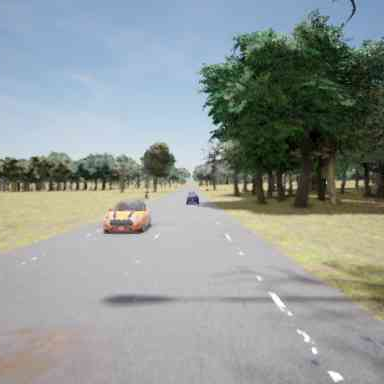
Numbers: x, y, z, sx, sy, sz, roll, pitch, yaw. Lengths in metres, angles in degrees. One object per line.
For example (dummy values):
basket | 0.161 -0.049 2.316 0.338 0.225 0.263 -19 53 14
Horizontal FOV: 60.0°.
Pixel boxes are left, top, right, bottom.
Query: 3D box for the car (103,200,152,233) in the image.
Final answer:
car | -3.574 1.264 19.044 2.097 1.767 4.553 0 1 0

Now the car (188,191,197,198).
car | 0.033 0.540 74.101 1.882 1.535 5.008 0 1 0

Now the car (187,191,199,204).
car | 0.124 0.962 51.774 1.882 1.535 5.008 0 1 0
